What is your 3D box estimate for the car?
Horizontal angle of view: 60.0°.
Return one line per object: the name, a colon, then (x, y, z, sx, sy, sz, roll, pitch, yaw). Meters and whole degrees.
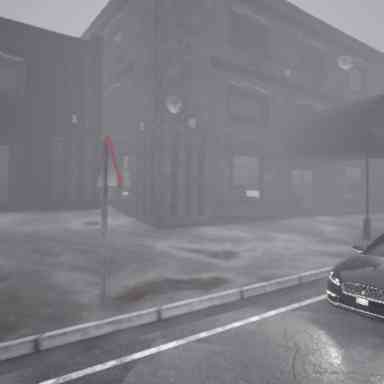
car: (4.702, 1.496, 6.734, 4.892, 1.490, 1.837, 0, 0, -36)
